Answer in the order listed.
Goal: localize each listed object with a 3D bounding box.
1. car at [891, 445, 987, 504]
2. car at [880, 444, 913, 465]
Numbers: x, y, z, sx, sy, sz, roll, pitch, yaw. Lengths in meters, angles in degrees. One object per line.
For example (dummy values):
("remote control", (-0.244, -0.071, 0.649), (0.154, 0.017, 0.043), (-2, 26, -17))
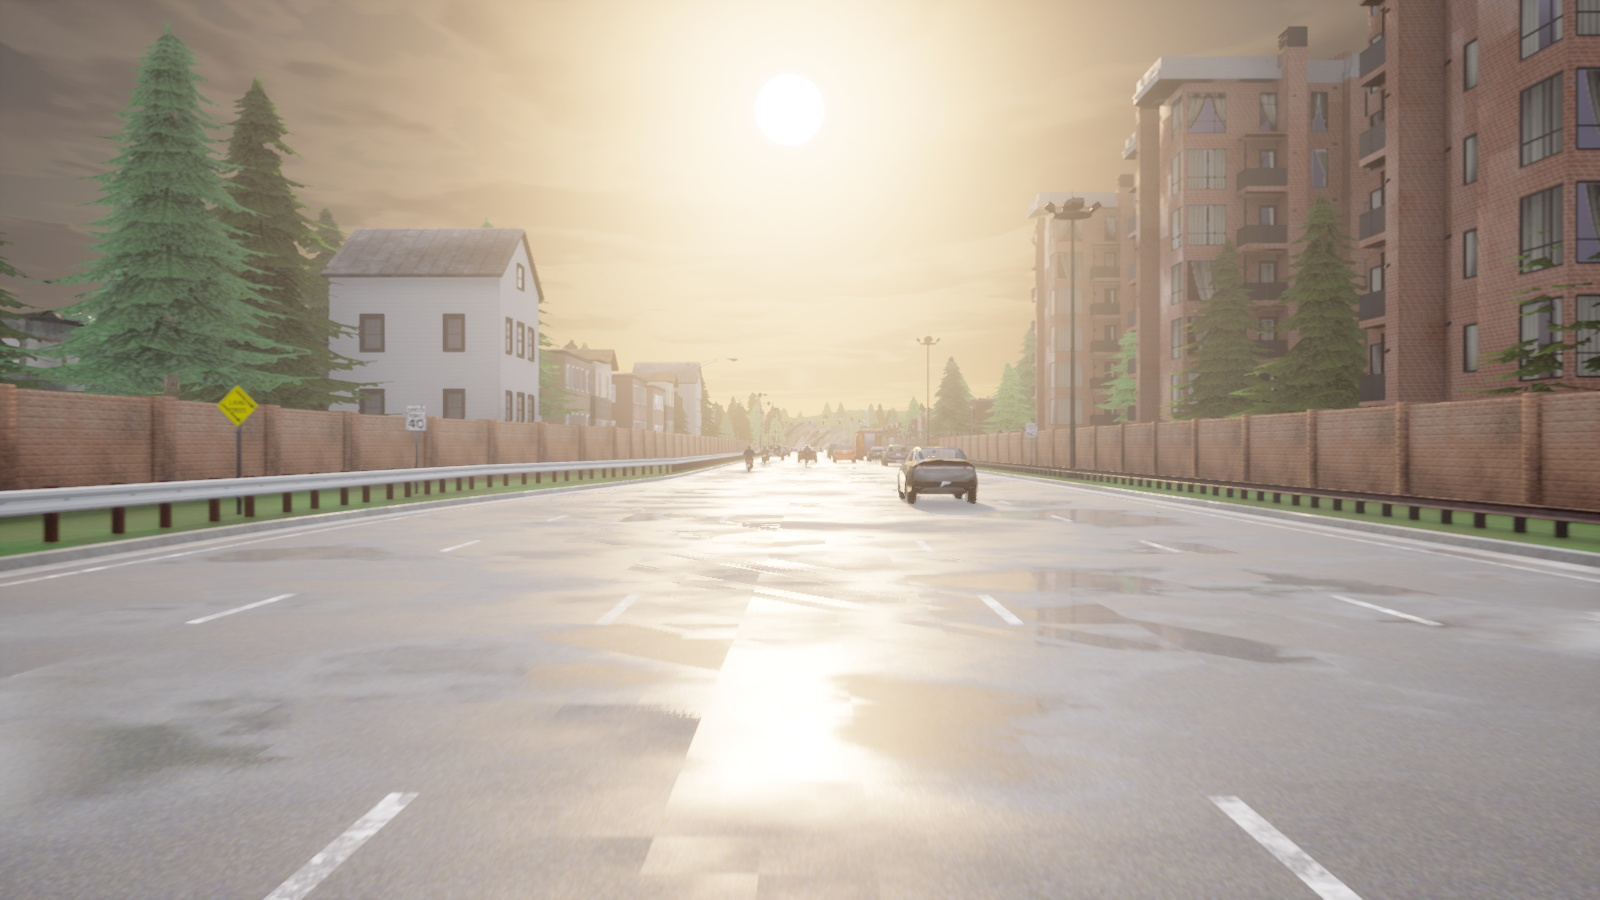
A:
("car", (3.714, 0.619, 34.428), (2.128, 1.511, 4.902), (0, 0, 0))
("car", (7.584, 0.347, 98.705), (2.242, 1.667, 4.611), (0, 0, 0))
